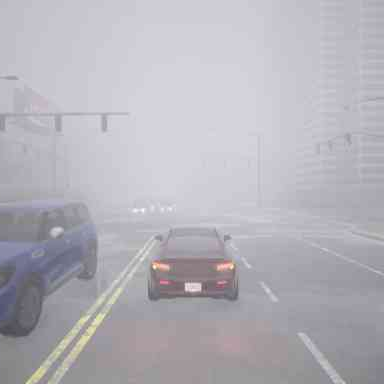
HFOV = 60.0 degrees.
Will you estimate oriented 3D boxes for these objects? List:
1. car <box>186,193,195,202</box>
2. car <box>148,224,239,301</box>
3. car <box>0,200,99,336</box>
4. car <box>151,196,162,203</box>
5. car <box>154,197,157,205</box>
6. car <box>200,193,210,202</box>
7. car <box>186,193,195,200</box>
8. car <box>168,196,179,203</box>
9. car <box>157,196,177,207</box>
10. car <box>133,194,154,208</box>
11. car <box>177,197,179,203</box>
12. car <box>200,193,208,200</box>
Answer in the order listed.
[{"bbox_3d":[-0.347,1.580,78.388,1.895,1.301,4.718,0,0,0],"label":"car"},{"bbox_3d":[0.028,1.525,8.212,1.812,1.442,4.674,0,0,0],"label":"car"},{"bbox_3d":[-3.624,1.220,7.011,2.150,2.045,5.566,0,0,0],"label":"car"},{"bbox_3d":[-7.304,1.597,68.897,1.895,1.301,4.718,0,0,0],"label":"car"},{"bbox_3d":[-7.338,1.597,57.721,1.895,1.301,4.718,0,0,0],"label":"car"},{"bbox_3d":[3.154,1.511,78.021,2.128,1.511,4.902,0,0,0],"label":"car"},{"bbox_3d":[-0.392,1.179,88.293,2.097,1.767,4.553,0,0,0],"label":"car"},{"bbox_3d":[-3.809,1.549,69.846,1.994,1.385,4.181,0,0,0],"label":"car"},{"bbox_3d":[-3.819,1.561,51.059,1.994,1.385,4.181,0,0,0],"label":"car"},{"bbox_3d":[-7.310,1.489,48.450,2.128,1.511,4.902,0,0,0],"label":"car"},{"bbox_3d":[-3.839,1.522,59.836,1.812,1.442,4.674,0,0,0],"label":"car"},{"bbox_3d":[3.108,1.179,88.309,2.097,1.767,4.553,0,0,0],"label":"car"}]
